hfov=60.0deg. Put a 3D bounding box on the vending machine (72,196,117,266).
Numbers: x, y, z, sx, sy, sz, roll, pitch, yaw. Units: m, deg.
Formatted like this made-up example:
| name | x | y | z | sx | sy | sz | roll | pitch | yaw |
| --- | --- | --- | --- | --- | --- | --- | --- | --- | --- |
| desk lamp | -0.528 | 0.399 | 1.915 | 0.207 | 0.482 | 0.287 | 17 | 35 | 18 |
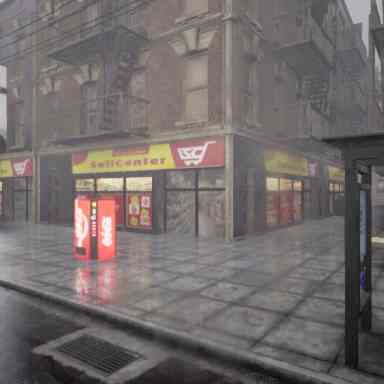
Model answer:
| name | x | y | z | sx | sy | sz | roll | pitch | yaw |
| --- | --- | --- | --- | --- | --- | --- | --- | --- | --- |
| vending machine | -3.141 | 1.195 | 10.808 | 0.880 | 2.100 | 1.100 | 0 | 0 | 34 |
